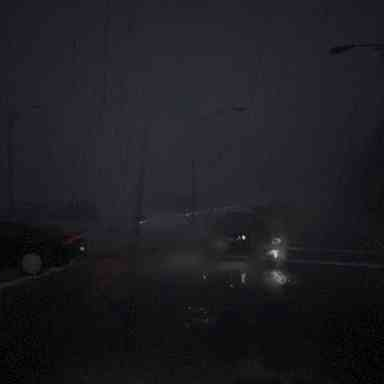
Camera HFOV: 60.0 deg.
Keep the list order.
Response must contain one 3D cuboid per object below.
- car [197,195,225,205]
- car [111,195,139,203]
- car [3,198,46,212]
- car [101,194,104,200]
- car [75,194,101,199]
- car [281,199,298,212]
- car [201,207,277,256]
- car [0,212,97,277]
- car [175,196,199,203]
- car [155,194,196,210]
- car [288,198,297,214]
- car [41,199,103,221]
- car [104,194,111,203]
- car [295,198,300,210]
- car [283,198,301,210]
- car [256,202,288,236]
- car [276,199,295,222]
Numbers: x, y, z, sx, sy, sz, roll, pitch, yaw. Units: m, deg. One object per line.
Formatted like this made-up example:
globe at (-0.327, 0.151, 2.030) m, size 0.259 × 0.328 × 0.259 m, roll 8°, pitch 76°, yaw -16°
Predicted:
car at (2.521, 1.317, 56.585) m, size 5.027 × 1.636 × 2.152 m, roll 0°, pitch 0°, yaw 19°
car at (-12.821, 1.293, 65.341) m, size 4.605 × 1.855 × 1.932 m, roll 0°, pitch 0°, yaw 19°
car at (-14.655, 1.482, 29.456) m, size 3.806 × 1.475 × 1.970 m, roll 0°, pitch 0°, yaw 19°
car at (-20.827, 1.568, 68.133) m, size 3.806 × 1.475 × 1.970 m, roll 0°, pitch 0°, yaw 19°
car at (-17.646, 1.465, 53.835) m, size 4.514 × 1.523 × 2.007 m, roll 0°, pitch 0°, yaw 19°
car at (12.303, 1.607, 41.765) m, size 1.837 × 1.490 × 4.892 m, roll 0°, pitch 0°, yaw 19°
car at (1.993, 1.558, 13.605) m, size 1.812 × 1.442 × 4.674 m, roll 0°, pitch 0°, yaw 26°
car at (-5.694, 1.517, 9.915) m, size 5.008 × 1.535 × 1.882 m, roll 0°, pitch 0°, yaw 2°
car at (-1.068, 1.496, 68.546) m, size 4.514 × 1.523 × 2.007 m, roll 0°, pitch 0°, yaw 19°
car at (-2.326, 1.222, 41.646) m, size 4.605 × 1.855 × 1.932 m, roll 0°, pitch 0°, yaw 19°
car at (8.222, 1.578, 30.229) m, size 1.837 × 1.490 × 4.892 m, roll 0°, pitch 0°, yaw 20°
car at (-8.653, 1.454, 24.172) m, size 3.633 × 1.501 × 1.845 m, roll 0°, pitch 0°, yaw 19°
car at (-19.142, 1.292, 71.064) m, size 3.866 × 1.878 × 1.905 m, roll 0°, pitch 0°, yaw 19°
car at (10.349, 1.652, 36.237) m, size 1.994 × 1.385 × 4.181 m, roll 0°, pitch 0°, yaw 20°
car at (14.265, 1.608, 47.314) m, size 2.128 × 1.511 × 4.902 m, roll 0°, pitch 0°, yaw 19°
car at (4.269, 1.549, 19.076) m, size 1.837 × 1.490 × 4.892 m, roll 0°, pitch 0°, yaw 19°
car at (6.262, 1.550, 24.694) m, size 2.128 × 1.511 × 4.902 m, roll 0°, pitch 0°, yaw 19°
